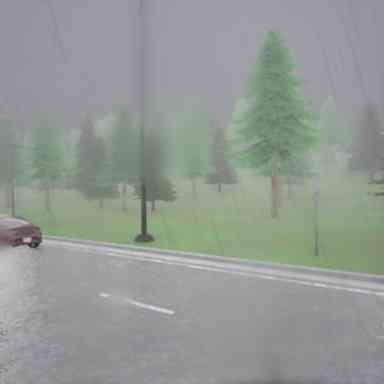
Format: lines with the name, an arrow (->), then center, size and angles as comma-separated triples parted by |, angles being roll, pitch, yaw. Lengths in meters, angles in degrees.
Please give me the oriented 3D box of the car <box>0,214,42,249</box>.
car -> -8.126, 1.662, 13.959 | 4.674, 1.442, 1.812 | 0, 0, 36
